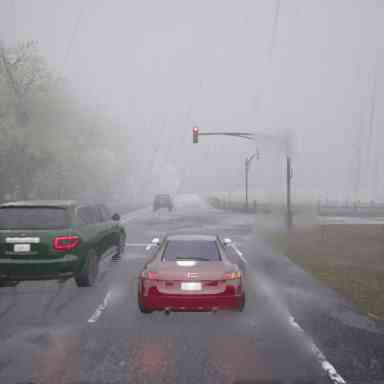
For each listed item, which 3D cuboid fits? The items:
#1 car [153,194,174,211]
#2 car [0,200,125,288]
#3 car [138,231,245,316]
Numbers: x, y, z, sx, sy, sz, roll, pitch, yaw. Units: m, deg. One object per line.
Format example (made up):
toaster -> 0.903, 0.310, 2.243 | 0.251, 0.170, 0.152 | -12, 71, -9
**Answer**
car -> -3.452, 1.229, 40.991 | 2.150, 2.045, 5.566 | 0, 0, 0
car -> -3.411, 1.223, 9.375 | 2.150, 2.045, 5.566 | 0, 0, 0
car -> -0.007, 1.566, 7.640 | 1.994, 1.385, 4.181 | 0, 0, 0
